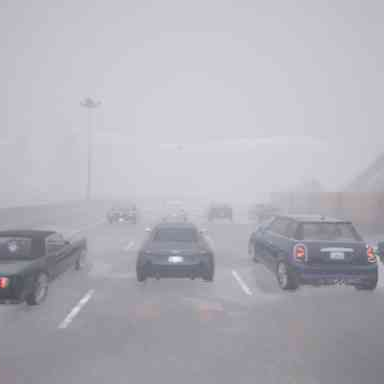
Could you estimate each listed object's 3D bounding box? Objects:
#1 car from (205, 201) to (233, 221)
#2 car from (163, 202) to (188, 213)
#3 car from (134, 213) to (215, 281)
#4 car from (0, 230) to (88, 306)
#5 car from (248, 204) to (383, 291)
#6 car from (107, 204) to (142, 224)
[{"bbox_3d":[2.123,1.501,27.349,1.882,1.535,5.008,1,0,-3],"label":"car"},{"bbox_3d":[-1.348,1.489,26.670,1.812,1.442,4.674,1,0,-3],"label":"car"},{"bbox_3d":[-0.484,1.551,9.830,1.994,1.385,4.181,1,0,-3],"label":"car"},{"bbox_3d":[-3.885,1.529,7.770,1.895,1.301,4.718,1,0,-3],"label":"car"},{"bbox_3d":[3.048,1.400,9.347,2.097,1.767,4.553,1,0,-3],"label":"car"},{"bbox_3d":[-4.711,1.507,23.858,1.895,1.301,4.718,1,0,-3],"label":"car"}]
